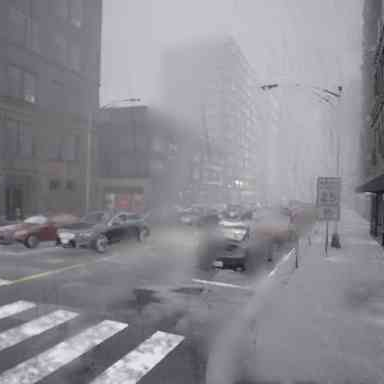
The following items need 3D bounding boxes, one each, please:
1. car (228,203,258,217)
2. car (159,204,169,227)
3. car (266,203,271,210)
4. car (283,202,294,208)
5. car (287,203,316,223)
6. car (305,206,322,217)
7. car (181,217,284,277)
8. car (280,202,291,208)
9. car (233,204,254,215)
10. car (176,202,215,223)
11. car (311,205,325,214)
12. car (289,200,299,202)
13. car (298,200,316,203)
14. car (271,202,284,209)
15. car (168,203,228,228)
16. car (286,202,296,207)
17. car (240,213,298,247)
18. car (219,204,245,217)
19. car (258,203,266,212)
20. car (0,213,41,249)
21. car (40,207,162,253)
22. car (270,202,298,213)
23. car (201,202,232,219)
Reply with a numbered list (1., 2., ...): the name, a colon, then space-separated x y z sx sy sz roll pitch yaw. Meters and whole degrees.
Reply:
1. car: 4.708 1.996 32.990 2.128 1.511 4.902 2 -1 24
2. car: -1.823 1.638 24.485 1.967 1.590 4.097 1 -1 24
3. car: 13.655 2.617 59.958 2.008 1.369 4.403 1 -1 24
4. car: 24.713 3.236 85.297 2.008 1.369 4.403 1 -1 24
5. car: 10.416 2.130 31.227 1.967 1.590 4.097 1 -1 24
6. car: 17.046 2.628 46.424 1.947 1.339 4.313 1 -1 24
7. car: 1.570 1.748 10.960 2.008 1.369 4.403 1 -1 24
8. car: 22.501 3.107 80.229 1.887 1.381 4.507 1 -1 24
9. car: 7.019 2.275 44.754 1.802 1.307 4.206 1 -1 24
10. car: 0.389 1.761 29.553 1.967 1.590 4.097 1 -1 24
11. car: 21.468 2.877 56.557 1.947 1.339 4.313 1 -1 24
12. car: 15.973 2.290 51.009 2.150 2.045 5.566 2 0 24
13. car: 14.842 2.253 41.361 2.192 1.841 5.009 1 -1 24
14. car: 18.078 2.881 70.093 1.947 1.339 4.313 1 -1 24
15. car: 0.554 1.765 23.493 2.128 1.511 4.902 2 -1 24
16. car: 26.924 3.353 90.365 1.887 1.381 4.507 1 -1 24
17. car: 3.780 1.902 16.025 1.802 1.307 4.206 1 -1 24
18. car: 4.808 2.135 39.686 1.947 1.339 4.313 1 -1 24
19. car: 9.231 2.384 49.822 1.947 1.339 4.313 1 -1 24
20. car: -6.250 1.535 14.349 1.802 1.307 4.206 1 -1 24
21. car: -3.550 1.537 14.093 2.128 1.511 4.902 2 -1 24
22. car: 11.412 2.301 40.496 2.128 1.511 4.902 2 -1 24
23. car: 2.600 1.885 34.621 1.967 1.590 4.097 1 -1 24
